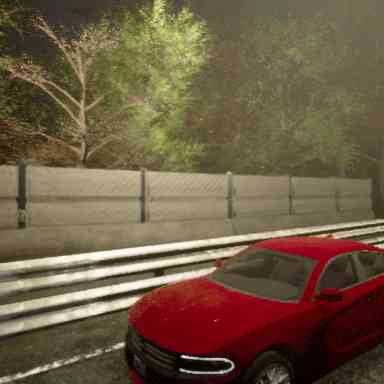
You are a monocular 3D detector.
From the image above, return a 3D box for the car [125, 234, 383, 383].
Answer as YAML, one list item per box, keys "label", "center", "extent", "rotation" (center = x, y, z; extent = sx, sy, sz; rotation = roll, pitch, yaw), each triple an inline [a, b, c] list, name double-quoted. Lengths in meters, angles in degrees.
- label: "car"
  center: [1.510, 1.433, 4.755]
  extent: [5.008, 1.535, 1.882]
  rotation: [-1, 0, -35]
